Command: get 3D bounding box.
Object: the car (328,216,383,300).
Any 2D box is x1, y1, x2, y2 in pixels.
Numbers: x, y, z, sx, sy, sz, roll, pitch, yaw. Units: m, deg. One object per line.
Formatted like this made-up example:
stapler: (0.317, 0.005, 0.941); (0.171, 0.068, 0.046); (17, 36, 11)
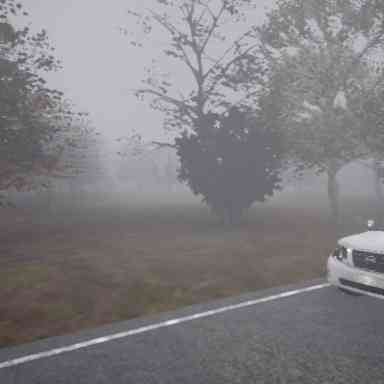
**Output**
car: (5.498, 1.245, 7.359); (5.566, 2.045, 2.150); (0, 0, -31)
